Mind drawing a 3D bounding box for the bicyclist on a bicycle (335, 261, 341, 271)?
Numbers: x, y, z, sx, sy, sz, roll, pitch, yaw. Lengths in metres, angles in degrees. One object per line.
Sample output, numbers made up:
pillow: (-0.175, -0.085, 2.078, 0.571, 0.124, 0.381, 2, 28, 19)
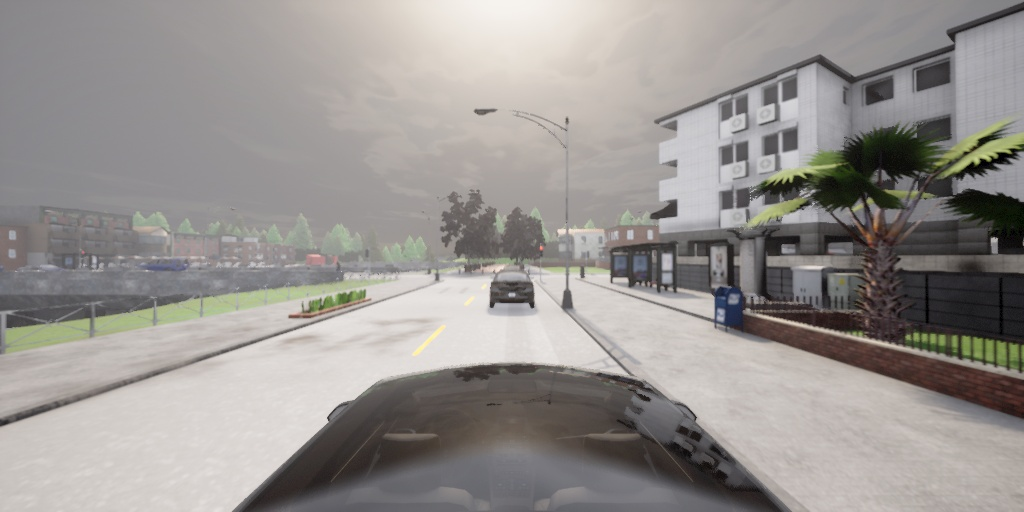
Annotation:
bicyclist on a bicycle: (-23.433, 1.539, 48.256, 0.582, 1.620, 1.656, 0, 0, 0)

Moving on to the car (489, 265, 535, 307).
car: (0.006, 1.366, 16.326, 1.882, 1.535, 5.008, 0, 0, 0)

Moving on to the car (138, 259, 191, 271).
car: (-42.661, 1.364, 43.948, 5.566, 2.045, 2.150, 0, -1, 0)
